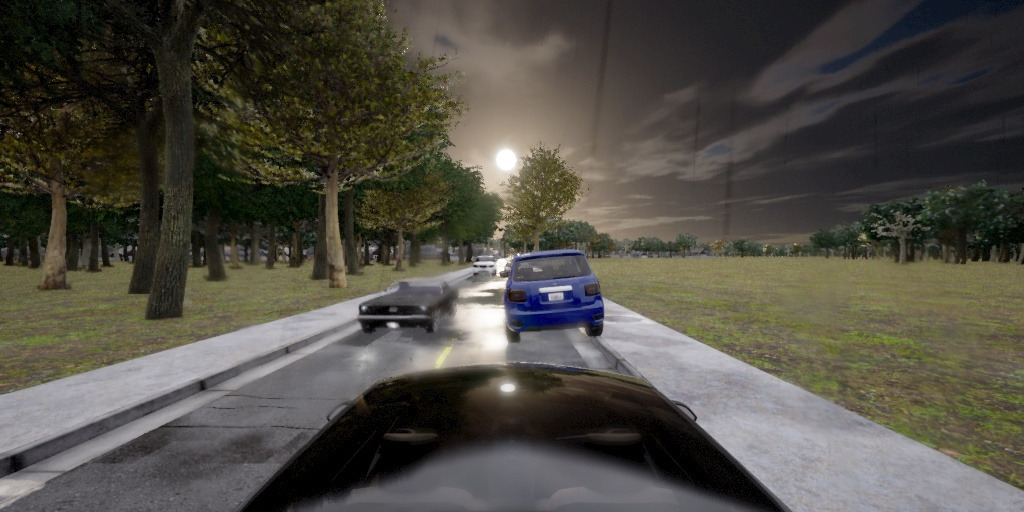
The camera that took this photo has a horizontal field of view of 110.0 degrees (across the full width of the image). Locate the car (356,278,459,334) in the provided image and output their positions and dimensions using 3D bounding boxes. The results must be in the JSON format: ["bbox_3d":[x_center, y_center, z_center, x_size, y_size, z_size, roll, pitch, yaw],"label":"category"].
[{"bbox_3d":[-2.839,1.351,10.778,1.895,1.301,4.718,0,0,0],"label":"car"}]

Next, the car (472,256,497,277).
[{"bbox_3d":[-2.709,0.973,36.558,2.150,2.045,5.566,0,0,0],"label":"car"}]

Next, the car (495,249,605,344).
[{"bbox_3d":[0.882,0.897,9.771,2.150,2.045,5.566,-5,0,0],"label":"car"}]

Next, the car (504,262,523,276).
[{"bbox_3d":[0.121,1.352,38.265,1.895,1.301,4.718,0,0,0],"label":"car"}]
